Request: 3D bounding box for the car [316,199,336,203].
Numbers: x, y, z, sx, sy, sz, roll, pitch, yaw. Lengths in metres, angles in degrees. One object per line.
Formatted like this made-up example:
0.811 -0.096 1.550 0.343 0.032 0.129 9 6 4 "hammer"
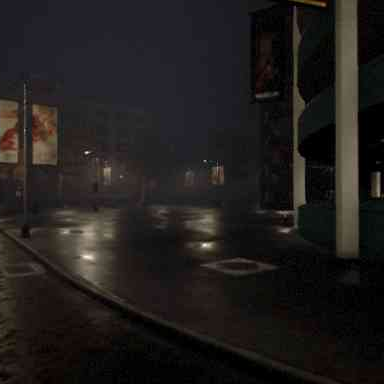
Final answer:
16.740 1.541 40.341 4.674 1.452 2.002 0 0 -36 "car"
